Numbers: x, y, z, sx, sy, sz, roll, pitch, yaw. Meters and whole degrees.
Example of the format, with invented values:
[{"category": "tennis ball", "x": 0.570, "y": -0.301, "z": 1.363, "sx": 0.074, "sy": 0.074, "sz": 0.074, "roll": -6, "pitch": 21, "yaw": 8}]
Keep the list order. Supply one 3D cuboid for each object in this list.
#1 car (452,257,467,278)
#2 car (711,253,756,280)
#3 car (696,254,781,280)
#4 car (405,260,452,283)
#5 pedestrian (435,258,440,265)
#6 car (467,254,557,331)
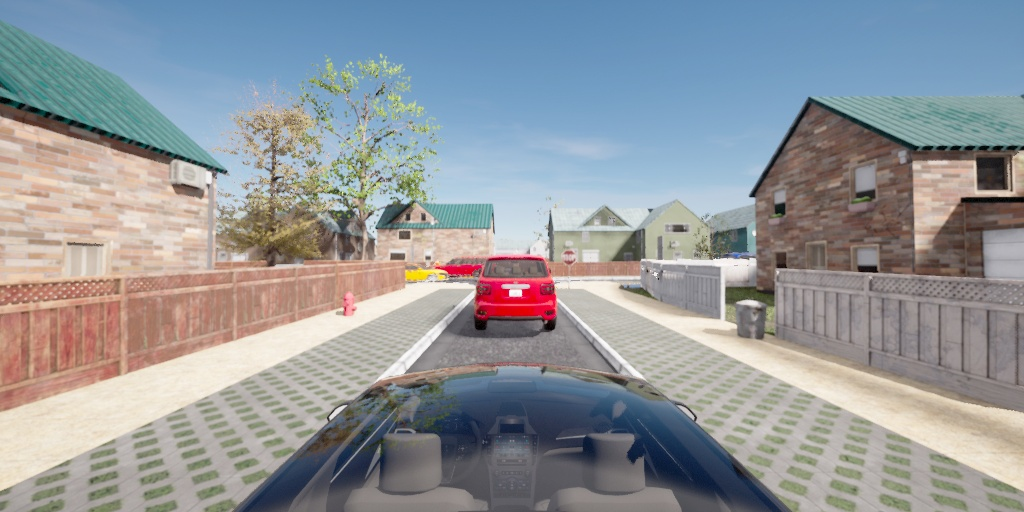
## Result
[{"category": "car", "x": -4.110, "y": 1.075, "z": 29.449, "sx": 5.566, "sy": 2.045, "sz": 2.150, "roll": -1, "pitch": -1, "yaw": 1}, {"category": "car", "x": 18.085, "y": 0.809, "z": 26.236, "sx": 5.566, "sy": 2.045, "sz": 2.150, "roll": 0, "pitch": -1, "yaw": 1}, {"category": "car", "x": 18.295, "y": 0.880, "z": 29.182, "sx": 5.566, "sy": 2.045, "sz": 2.150, "roll": 0, "pitch": -1, "yaw": 1}, {"category": "car", "x": -7.286, "y": 1.291, "z": 26.532, "sx": 5.008, "sy": 1.535, "sz": 1.882, "roll": -1, "pitch": -1, "yaw": 1}, {"category": "pedestrian", "x": -6.743, "y": 1.094, "z": 32.392, "sx": 0.375, "sy": 1.860, "sz": 0.375, "roll": 0, "pitch": -1, "yaw": 1}, {"category": "car", "x": 0.089, "y": 0.967, "z": 11.167, "sx": 2.150, "sy": 2.045, "sz": 5.566, "roll": 0, "pitch": 0, "yaw": 0}]
